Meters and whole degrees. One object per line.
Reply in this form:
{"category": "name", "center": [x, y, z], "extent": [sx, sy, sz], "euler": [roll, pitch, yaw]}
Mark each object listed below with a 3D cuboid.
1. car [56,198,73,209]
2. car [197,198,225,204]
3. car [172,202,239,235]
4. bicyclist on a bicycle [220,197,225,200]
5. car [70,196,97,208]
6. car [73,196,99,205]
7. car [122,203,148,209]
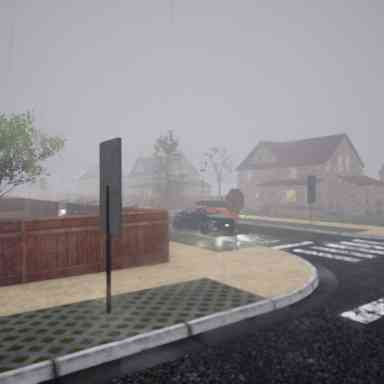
{"category": "car", "center": [-15.933, 1.418, 41.570], "extent": [1.895, 1.301, 4.718], "euler": [0, 0, -35]}
{"category": "car", "center": [1.093, 1.261, 22.894], "extent": [2.097, 1.767, 4.553], "euler": [0, 0, -36]}
{"category": "car", "center": [0.613, 1.502, 18.507], "extent": [1.994, 1.385, 4.181], "euler": [0, 0, -36]}
{"category": "bicyclist on a bicycle", "center": [2.390, 1.189, 26.063], "extent": [1.656, 1.620, 0.582], "euler": [-1, 1, -36]}
{"category": "car", "center": [-14.611, 1.291, 44.624], "extent": [2.128, 1.511, 4.902], "euler": [0, 0, -35]}
{"category": "car", "center": [-10.051, 1.421, 33.344], "extent": [1.994, 1.385, 4.181], "euler": [0, 0, -35]}
{"category": "car", "center": [-4.522, 1.498, 25.643], "extent": [1.895, 1.301, 4.718], "euler": [0, 0, -36]}
